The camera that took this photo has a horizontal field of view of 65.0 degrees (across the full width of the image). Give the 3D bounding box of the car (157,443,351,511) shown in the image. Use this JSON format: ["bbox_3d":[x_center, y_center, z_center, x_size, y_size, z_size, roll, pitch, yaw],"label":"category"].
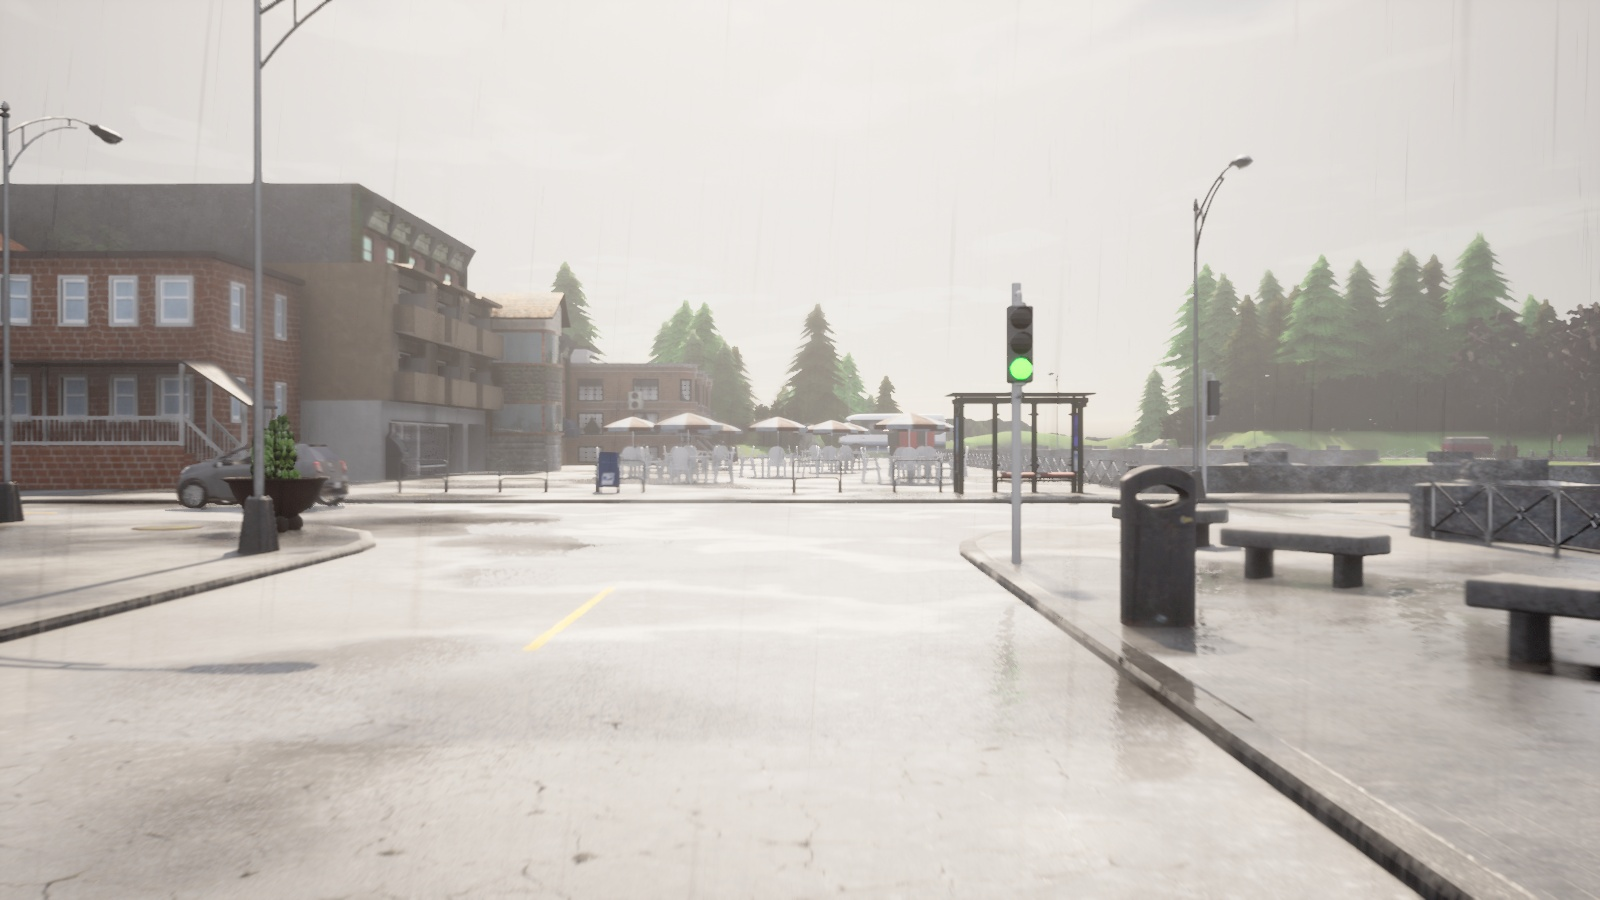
[{"bbox_3d":[-12.421,0.589,28.703,3.633,1.501,1.845,0,0,5],"label":"car"}]
